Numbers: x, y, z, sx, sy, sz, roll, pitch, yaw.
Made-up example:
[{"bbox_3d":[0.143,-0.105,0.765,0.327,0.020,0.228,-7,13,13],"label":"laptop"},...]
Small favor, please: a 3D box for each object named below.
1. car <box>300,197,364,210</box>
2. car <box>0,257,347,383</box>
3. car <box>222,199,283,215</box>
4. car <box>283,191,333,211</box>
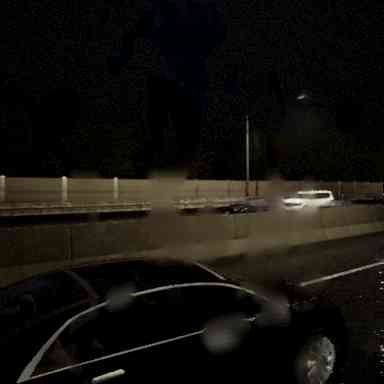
[{"bbox_3d":[10.637,1.294,24.338,5.357,1.411,2.033,-1,1,-35],"label":"car"},{"bbox_3d":[-0.309,1.487,3.523,4.892,1.490,1.837,-1,0,-35],"label":"car"},{"bbox_3d":[5.165,1.309,29.045,5.357,1.411,2.033,-1,1,-35],"label":"car"},{"bbox_3d":[9.785,0.946,28.022,5.566,2.045,2.150,-1,1,-35],"label":"car"}]
